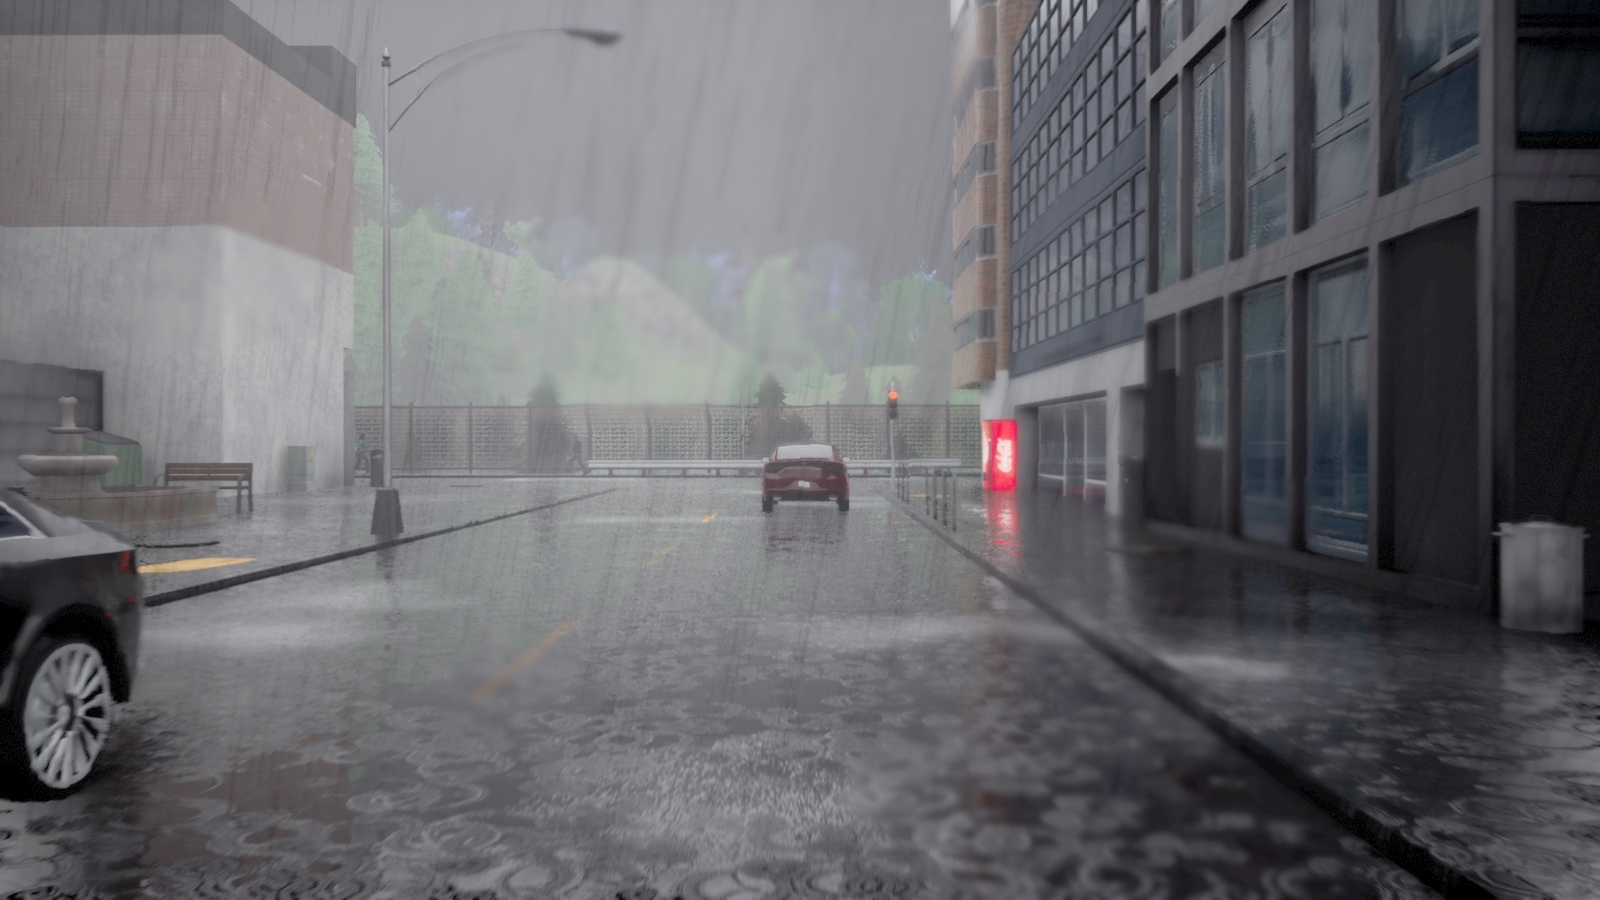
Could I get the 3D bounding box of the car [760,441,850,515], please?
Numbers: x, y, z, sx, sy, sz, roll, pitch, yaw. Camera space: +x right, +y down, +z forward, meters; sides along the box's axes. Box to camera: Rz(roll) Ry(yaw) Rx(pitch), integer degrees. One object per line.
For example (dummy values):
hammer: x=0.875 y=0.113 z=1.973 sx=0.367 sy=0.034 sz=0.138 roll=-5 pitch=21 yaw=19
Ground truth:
car: x=0.151 y=0.563 z=28.664 sx=1.882 sy=1.535 sz=5.008 roll=0 pitch=0 yaw=1

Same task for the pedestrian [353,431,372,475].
pedestrian: x=-19.447 y=0.127 z=55.863 sx=0.692 sy=1.930 sz=0.396 roll=0 pitch=0 yaw=19

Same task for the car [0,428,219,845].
car: x=-3.965 y=0.678 z=3.798 sx=2.128 sy=1.511 sz=4.902 roll=0 pitch=0 yaw=0

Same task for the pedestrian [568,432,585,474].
pedestrian: x=-9.803 y=0.139 z=55.001 sx=0.726 sy=1.842 sz=0.402 roll=0 pitch=0 yaw=-9
